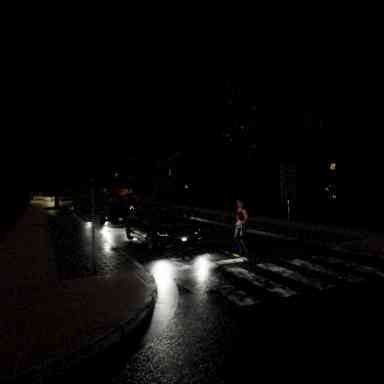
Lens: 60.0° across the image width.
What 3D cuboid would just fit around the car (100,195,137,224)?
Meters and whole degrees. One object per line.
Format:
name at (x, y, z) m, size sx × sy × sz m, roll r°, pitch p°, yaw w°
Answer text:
car at (-5.145, 0.998, 21.667) m, size 2.097 × 1.767 × 4.553 m, roll -2°, pitch 2°, yaw -24°

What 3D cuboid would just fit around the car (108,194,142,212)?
car at (-6.490, 0.947, 31.801) m, size 2.033 × 1.411 × 5.357 m, roll -2°, pitch 2°, yaw -24°

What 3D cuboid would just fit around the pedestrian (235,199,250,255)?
pedestrian at (1.610, 1.101, 10.755) m, size 0.375 × 1.860 × 0.375 m, roll -1°, pitch 0°, yaw -24°

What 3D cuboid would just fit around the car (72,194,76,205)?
car at (-13.221, 0.882, 39.603) m, size 2.033 × 1.411 × 5.357 m, roll -2°, pitch 2°, yaw -24°

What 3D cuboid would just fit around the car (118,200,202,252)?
car at (-1.325, 1.301, 13.334) m, size 1.837 × 1.490 × 4.892 m, roll -2°, pitch 2°, yaw -26°
